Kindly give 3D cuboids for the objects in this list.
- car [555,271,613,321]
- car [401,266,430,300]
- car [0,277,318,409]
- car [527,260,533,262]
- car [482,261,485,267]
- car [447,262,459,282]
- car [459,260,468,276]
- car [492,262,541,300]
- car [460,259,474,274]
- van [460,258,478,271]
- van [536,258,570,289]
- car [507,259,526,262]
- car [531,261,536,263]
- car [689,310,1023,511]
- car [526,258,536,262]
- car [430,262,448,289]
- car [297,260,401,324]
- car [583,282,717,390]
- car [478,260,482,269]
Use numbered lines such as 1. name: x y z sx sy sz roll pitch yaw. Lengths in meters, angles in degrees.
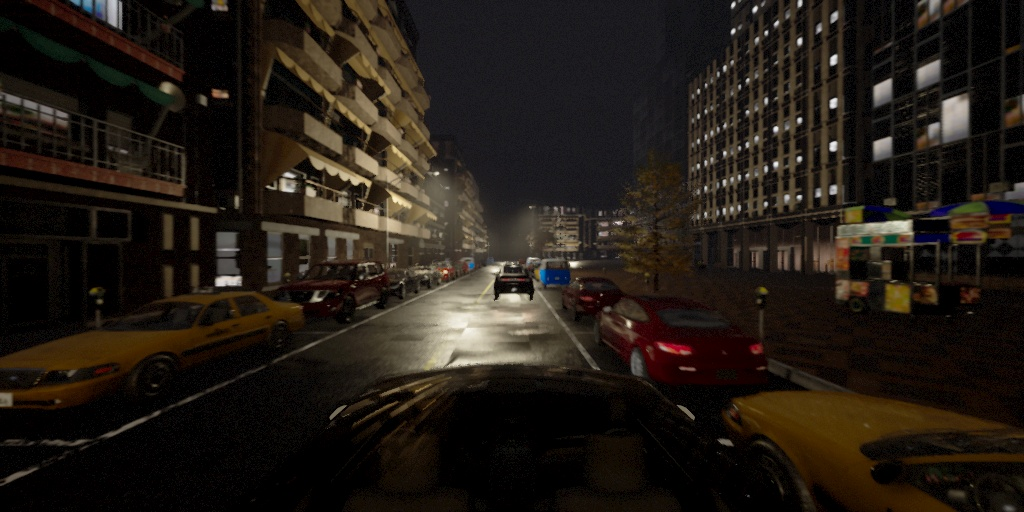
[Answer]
1. car: 2.683 1.332 12.086 1.802 1.307 4.207 0 0 0
2. car: -5.699 1.305 17.609 2.007 1.370 4.403 0 0 0
3. car: -5.694 1.278 6.386 1.751 1.417 4.829 0 0 0
4. car: 2.672 1.327 34.192 1.948 1.339 4.313 0 0 0
5. car: -5.720 1.370 56.293 1.802 1.307 4.207 0 0 0
6. car: -5.705 1.200 28.661 1.967 1.591 4.097 0 0 0
7. car: -5.708 1.330 34.188 1.948 1.339 4.313 0 0 0
8. car: 0.082 1.245 17.782 2.128 1.511 4.902 0 0 0
9. car: -5.711 1.315 39.714 1.888 1.381 4.507 0 0 0
10. van: -5.714 1.116 45.242 1.690 1.789 3.998 0 0 0
11. van: 2.678 1.095 23.139 1.690 1.789 3.998 0 0 0
12. car: 0.077 1.258 38.623 2.128 1.511 4.902 0 0 0
13. car: 2.675 1.283 28.835 1.751 1.417 4.829 0 0 0
14. car: 2.689 1.274 1.203 1.751 1.417 4.829 0 0 0
15. car: 2.669 1.207 39.718 1.967 1.591 4.097 0 0 0
16. car: -5.702 1.308 23.135 2.007 1.370 4.403 0 0 0
17. car: -5.697 1.068 12.082 2.192 1.841 5.009 0 0 0
18. car: 2.686 1.331 6.560 1.802 1.307 4.207 0 0 0
19. car: -5.717 1.364 50.767 1.802 1.307 4.207 0 0 0
